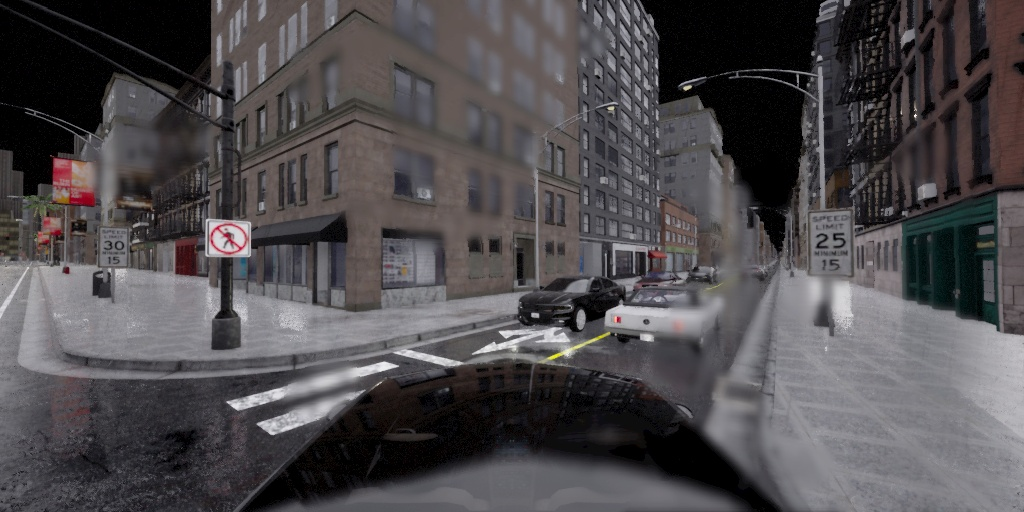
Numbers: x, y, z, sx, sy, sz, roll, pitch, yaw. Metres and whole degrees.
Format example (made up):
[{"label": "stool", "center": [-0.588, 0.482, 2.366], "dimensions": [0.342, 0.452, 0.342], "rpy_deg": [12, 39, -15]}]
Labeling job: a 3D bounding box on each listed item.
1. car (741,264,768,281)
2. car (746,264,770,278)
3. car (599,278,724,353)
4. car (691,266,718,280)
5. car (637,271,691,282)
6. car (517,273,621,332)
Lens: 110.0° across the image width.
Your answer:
[{"label": "car", "center": [23.557, 1.625, 34.965], "dimensions": [2.128, 1.511, 4.902], "rpy_deg": [-1, -1, 37]}, {"label": "car", "center": [29.546, 1.743, 43.009], "dimensions": [2.128, 1.511, 4.902], "rpy_deg": [-1, -1, 37]}, {"label": "car", "center": [4.141, 1.424, 9.201], "dimensions": [1.895, 1.301, 4.718], "rpy_deg": [-1, -1, 37]}, {"label": "car", "center": [16.175, 1.598, 30.363], "dimensions": [1.837, 1.490, 4.892], "rpy_deg": [-1, -1, 37]}, {"label": "car", "center": [8.155, 1.532, 19.699], "dimensions": [1.994, 1.385, 4.181], "rpy_deg": [-1, -1, 37]}, {"label": "car", "center": [2.123, 1.351, 11.680], "dimensions": [1.882, 1.535, 5.008], "rpy_deg": [-1, -1, 37]}]
